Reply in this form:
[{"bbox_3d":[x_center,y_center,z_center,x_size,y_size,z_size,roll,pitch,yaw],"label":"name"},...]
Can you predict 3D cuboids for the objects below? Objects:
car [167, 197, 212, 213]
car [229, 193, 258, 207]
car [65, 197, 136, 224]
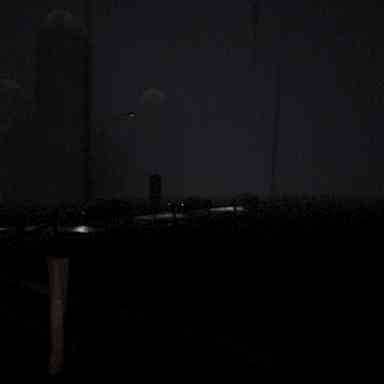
[{"bbox_3d":[-0.163,1.115,30.038,1.895,1.301,4.718,1,2,35],"label":"car"},{"bbox_3d":[6.099,0.854,38.923,2.128,1.511,4.902,1,2,35],"label":"car"},{"bbox_3d":[-5.878,1.135,21.912,1.882,1.535,5.008,1,2,35],"label":"car"}]
